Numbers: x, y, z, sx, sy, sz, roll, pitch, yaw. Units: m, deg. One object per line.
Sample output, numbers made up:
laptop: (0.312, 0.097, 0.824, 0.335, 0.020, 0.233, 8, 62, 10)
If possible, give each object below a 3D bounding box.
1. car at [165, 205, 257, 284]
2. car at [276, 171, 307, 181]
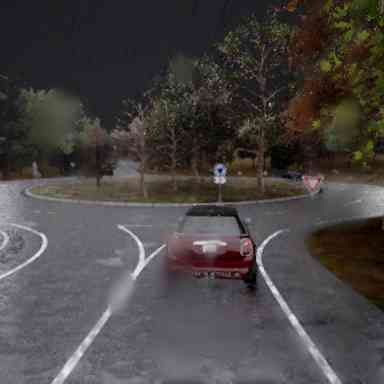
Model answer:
car: (0.623, 1.137, 9.319, 2.097, 1.767, 4.553, 0, 3, 6)
car: (15.213, -2.519, 51.240, 1.895, 1.301, 4.718, -4, 7, -36)
